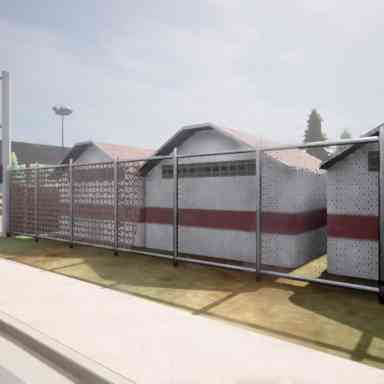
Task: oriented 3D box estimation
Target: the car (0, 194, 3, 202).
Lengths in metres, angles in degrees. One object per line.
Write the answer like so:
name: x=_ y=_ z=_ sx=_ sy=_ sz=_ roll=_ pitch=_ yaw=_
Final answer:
car: x=-22.540 y=1.222 z=40.007 sx=2.150 sy=2.045 sz=5.566 roll=0 pitch=0 yaw=37
